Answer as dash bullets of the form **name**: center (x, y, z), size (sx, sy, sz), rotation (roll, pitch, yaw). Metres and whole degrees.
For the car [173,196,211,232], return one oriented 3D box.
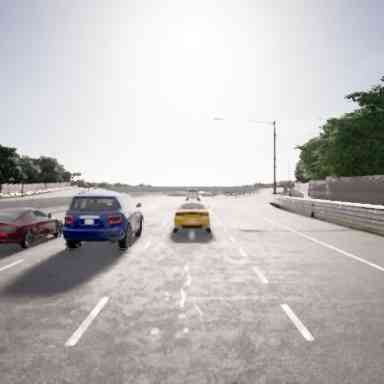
- **car**: center (0.005, 1.231, 18.474), size (1.882, 1.535, 5.008), rotation (0, 1, 0)

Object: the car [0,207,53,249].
- **car**: center (-6.894, 1.345, 13.540), size (1.812, 1.442, 4.674), rotation (0, 1, 0)

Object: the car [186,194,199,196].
- **car**: center (0.115, 1.167, 32.592), size (1.895, 1.301, 4.718), rotation (0, 1, 0)

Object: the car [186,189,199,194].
- **car**: center (0.120, 0.482, 58.040), size (2.150, 2.045, 5.566), rotation (0, 1, 0)

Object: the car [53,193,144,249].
- **car**: center (-3.394, 1.039, 13.684), size (2.150, 2.045, 5.566), rotation (0, 1, 0)
